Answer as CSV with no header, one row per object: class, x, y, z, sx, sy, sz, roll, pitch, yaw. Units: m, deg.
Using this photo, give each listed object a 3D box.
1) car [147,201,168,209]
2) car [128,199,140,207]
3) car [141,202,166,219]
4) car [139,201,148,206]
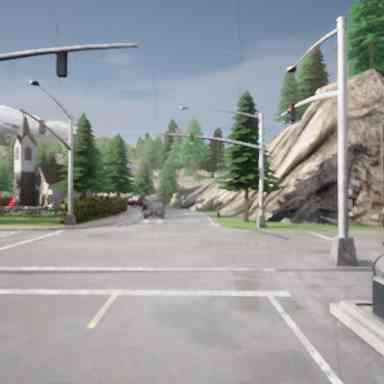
car,-6.511,2.359,62.392,2.033,1.411,5.357,0,-1,-27
car,-12.381,2.355,70.945,5.008,1.535,1.882,-1,-1,42
car,-3.775,2.010,34.223,1.994,1.385,4.181,0,-1,-2
car,-6.657,2.189,52.585,1.837,1.490,4.892,0,-1,-18
